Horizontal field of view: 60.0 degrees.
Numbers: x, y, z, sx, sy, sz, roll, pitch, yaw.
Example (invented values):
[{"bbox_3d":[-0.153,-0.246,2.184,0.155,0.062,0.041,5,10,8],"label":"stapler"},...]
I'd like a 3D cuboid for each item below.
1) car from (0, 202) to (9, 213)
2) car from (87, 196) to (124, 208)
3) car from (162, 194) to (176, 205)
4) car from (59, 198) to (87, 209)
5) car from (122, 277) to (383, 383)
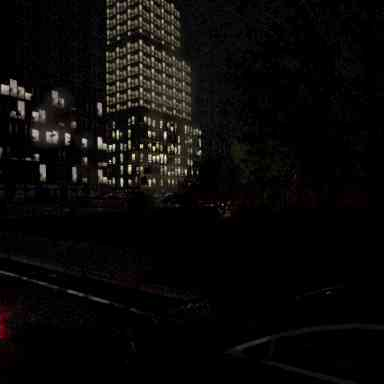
[{"bbox_3d":[-21.656,1.609,35.032,1.994,1.385,4.181,-1,-1,37],"label":"car"},{"bbox_3d":[-12.074,1.416,47.761,2.097,1.767,4.553,-1,-1,37],"label":"car"},{"bbox_3d":[-3.442,1.336,64.482,2.150,2.045,5.566,-1,-1,37],"label":"car"},{"bbox_3d":[-16.469,1.585,47.329,1.882,1.535,5.008,-1,0,37],"label":"car"},{"bbox_3d":[1.546,1.492,2.586,4.902,1.511,2.128,0,0,35],"label":"car"}]
